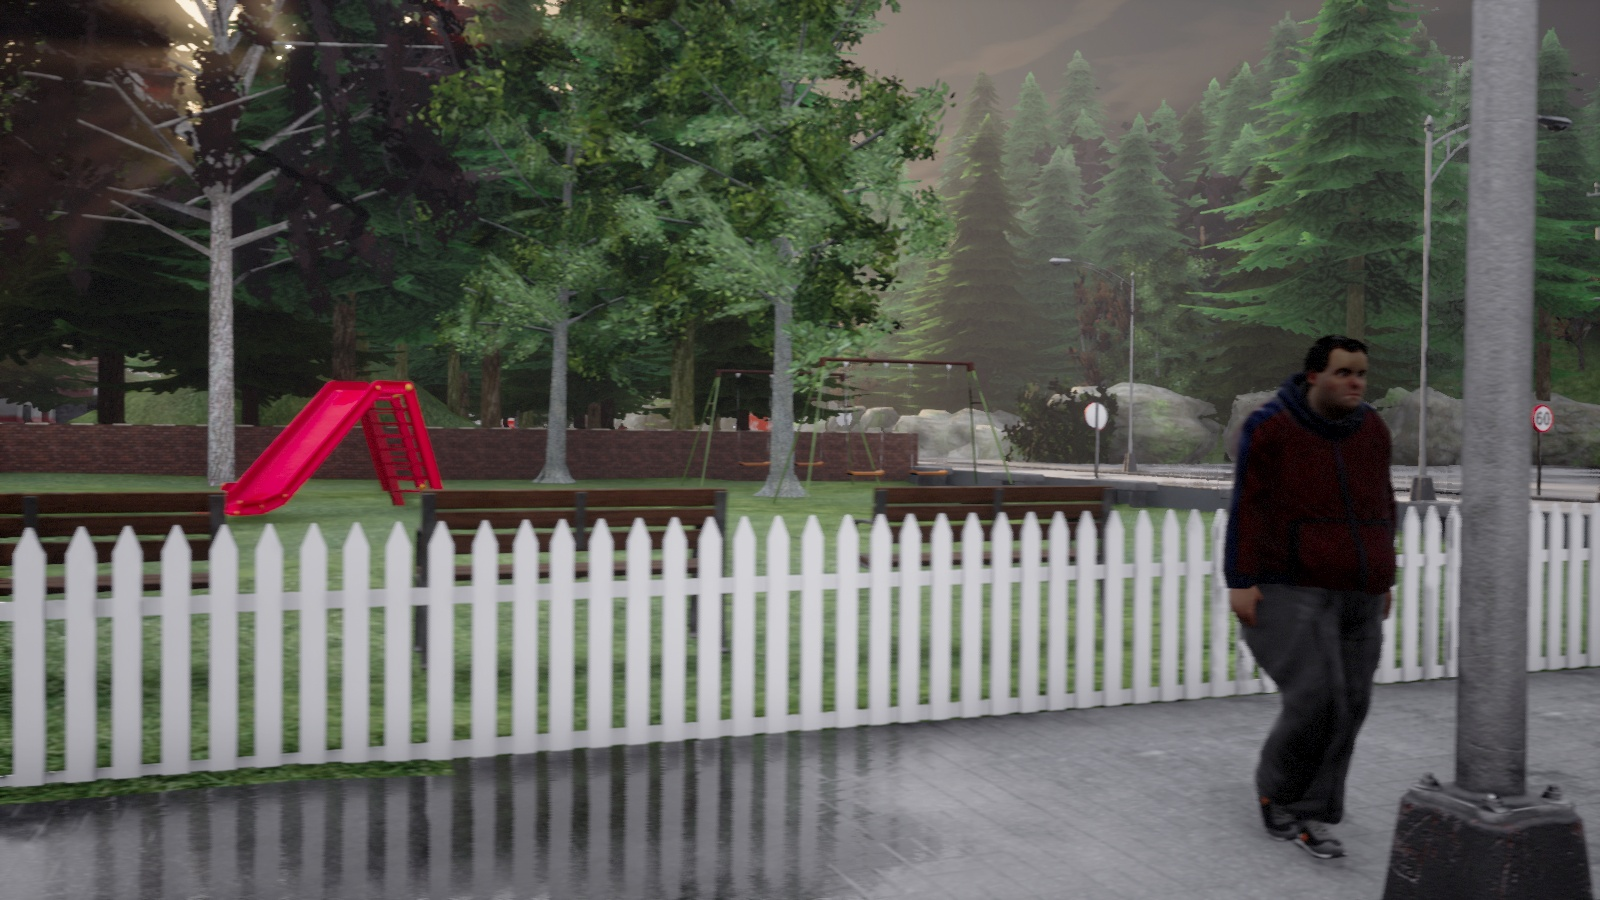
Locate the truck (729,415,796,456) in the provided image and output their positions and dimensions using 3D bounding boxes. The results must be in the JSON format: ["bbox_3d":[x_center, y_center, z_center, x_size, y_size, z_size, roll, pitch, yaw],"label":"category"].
[{"bbox_3d":[-2.392,-0.948,78.991,2.627,2.467,5.204,-1,1,-21],"label":"truck"}]

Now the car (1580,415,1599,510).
[{"bbox_3d":[15.695,0.226,20.434,2.033,1.649,4.856,-1,1,-21],"label":"car"}]

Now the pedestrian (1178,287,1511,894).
[{"bbox_3d":[1.825,0.418,4.314,0.634,1.844,0.899,-1,1,-13],"label":"pedestrian"}]
